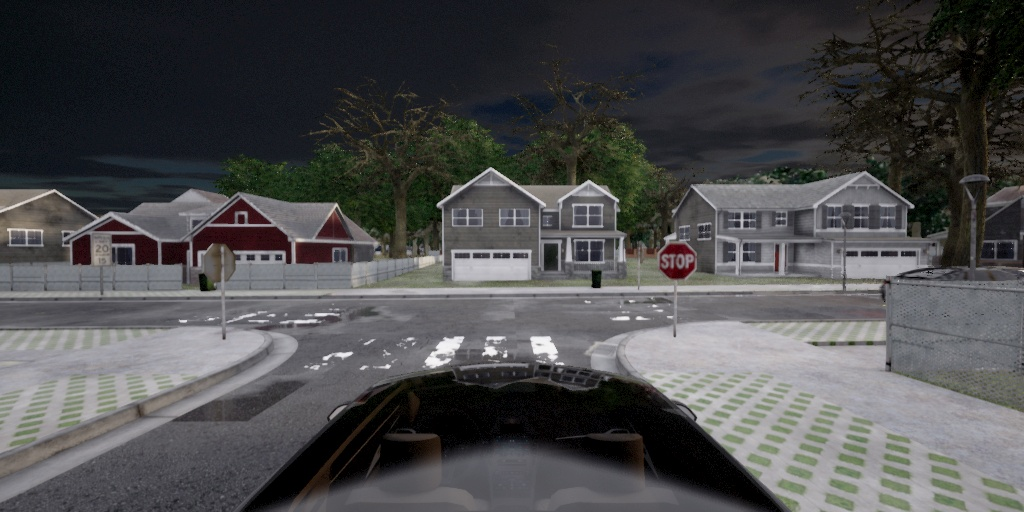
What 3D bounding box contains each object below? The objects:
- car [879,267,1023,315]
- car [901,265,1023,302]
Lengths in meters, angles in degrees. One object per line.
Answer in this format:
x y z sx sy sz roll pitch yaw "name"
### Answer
15.396 1.119 12.064 4.892 1.490 1.837 -1 1 0 "car"
19.625 1.113 14.975 4.718 1.301 1.895 -1 1 0 "car"
